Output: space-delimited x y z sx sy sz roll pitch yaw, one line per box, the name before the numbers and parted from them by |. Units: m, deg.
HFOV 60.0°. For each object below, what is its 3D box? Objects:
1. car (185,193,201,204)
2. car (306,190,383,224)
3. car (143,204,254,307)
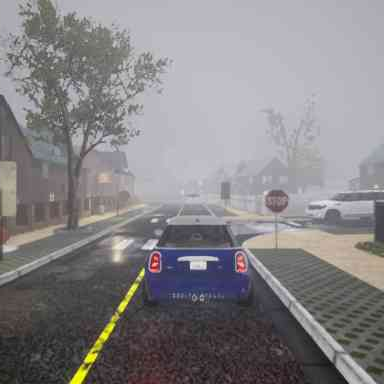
car | 0.121 1.156 48.543 2.150 2.045 5.566 0 0 -1
car | 10.322 0.921 21.593 5.566 2.045 2.150 -1 0 -3
car | 0.117 1.344 8.133 2.097 1.767 4.553 0 0 0
